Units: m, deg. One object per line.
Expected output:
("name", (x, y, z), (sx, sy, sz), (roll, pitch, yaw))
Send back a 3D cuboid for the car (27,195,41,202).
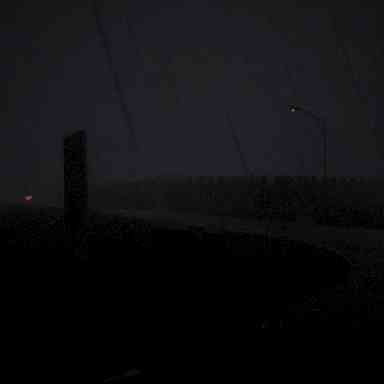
("car", (-39.992, 1.801, 84.988), (1.895, 1.301, 4.718), (-1, 1, -36))
